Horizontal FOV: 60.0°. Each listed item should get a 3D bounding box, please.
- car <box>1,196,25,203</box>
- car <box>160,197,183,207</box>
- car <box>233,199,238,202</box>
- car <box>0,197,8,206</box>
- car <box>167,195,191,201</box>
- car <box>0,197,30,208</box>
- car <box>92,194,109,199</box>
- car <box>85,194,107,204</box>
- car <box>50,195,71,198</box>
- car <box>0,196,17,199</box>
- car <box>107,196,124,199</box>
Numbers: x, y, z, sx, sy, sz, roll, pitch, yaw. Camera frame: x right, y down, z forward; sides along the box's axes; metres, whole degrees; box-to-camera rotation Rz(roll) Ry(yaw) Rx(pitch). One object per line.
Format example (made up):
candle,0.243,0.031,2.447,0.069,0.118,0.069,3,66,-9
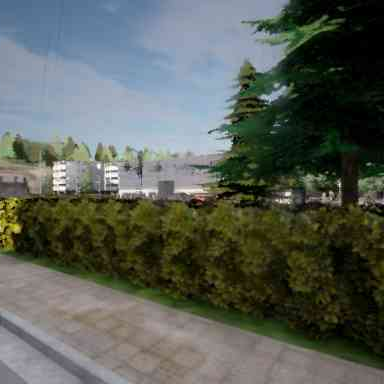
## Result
car,-41.777,1.661,77.595,2.007,1.523,4.514,0,0,41
car,-3.309,1.581,54.210,1.845,1.501,3.633,0,0,41
car,4.829,1.653,42.344,1.837,1.490,4.892,0,0,41
car,-34.200,1.570,56.766,2.007,1.523,4.514,0,0,41
car,-1.704,1.354,34.751,2.150,2.045,5.566,0,0,41
car,-26.694,1.554,50.168,1.845,1.501,3.633,0,0,41
car,-17.228,1.375,66.525,1.932,1.855,4.605,0,0,41
car,-19.689,1.365,68.123,1.905,1.878,3.866,0,0,41
car,-29.334,1.490,76.530,2.152,1.636,5.027,0,0,41
car,-20.408,1.505,34.578,2.007,1.523,4.514,0,0,41
car,-10.431,1.591,50.574,1.970,1.475,3.806,0,0,41
